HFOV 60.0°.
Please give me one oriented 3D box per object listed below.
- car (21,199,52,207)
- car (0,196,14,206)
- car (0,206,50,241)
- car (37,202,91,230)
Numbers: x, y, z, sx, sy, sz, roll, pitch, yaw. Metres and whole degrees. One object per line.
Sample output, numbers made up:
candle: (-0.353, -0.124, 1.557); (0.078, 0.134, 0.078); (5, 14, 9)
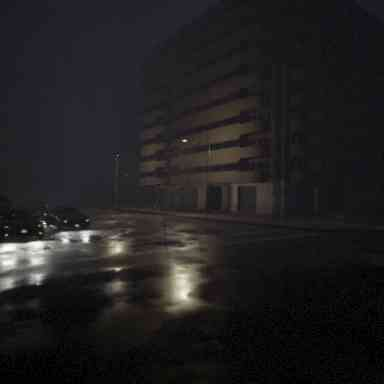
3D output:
car: (-14.668, 1.610, 30.810); (2.128, 1.511, 4.902); (1, 0, -36)
car: (-15.152, 1.302, 25.545); (2.150, 2.045, 5.566); (1, 0, -36)
car: (-9.010, 1.646, 17.156); (1.994, 1.385, 4.181); (1, 0, -36)
car: (-8.582, 1.668, 22.487); (2.033, 1.411, 5.357); (1, 0, -36)
